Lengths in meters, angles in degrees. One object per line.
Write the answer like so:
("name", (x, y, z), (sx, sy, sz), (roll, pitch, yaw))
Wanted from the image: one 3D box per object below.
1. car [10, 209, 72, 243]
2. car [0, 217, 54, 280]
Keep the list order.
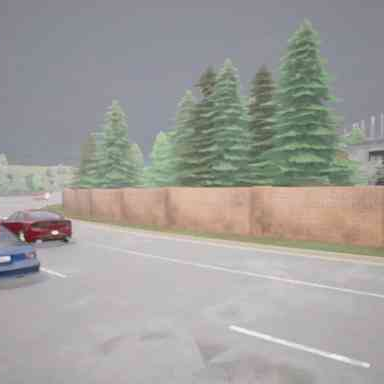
("car", (-7.325, 1.508, 15.319), (1.882, 1.535, 5.008), (0, 0, -45))
("car", (-6.103, 1.561, 9.200), (5.357, 1.411, 2.033), (0, 0, 43))
